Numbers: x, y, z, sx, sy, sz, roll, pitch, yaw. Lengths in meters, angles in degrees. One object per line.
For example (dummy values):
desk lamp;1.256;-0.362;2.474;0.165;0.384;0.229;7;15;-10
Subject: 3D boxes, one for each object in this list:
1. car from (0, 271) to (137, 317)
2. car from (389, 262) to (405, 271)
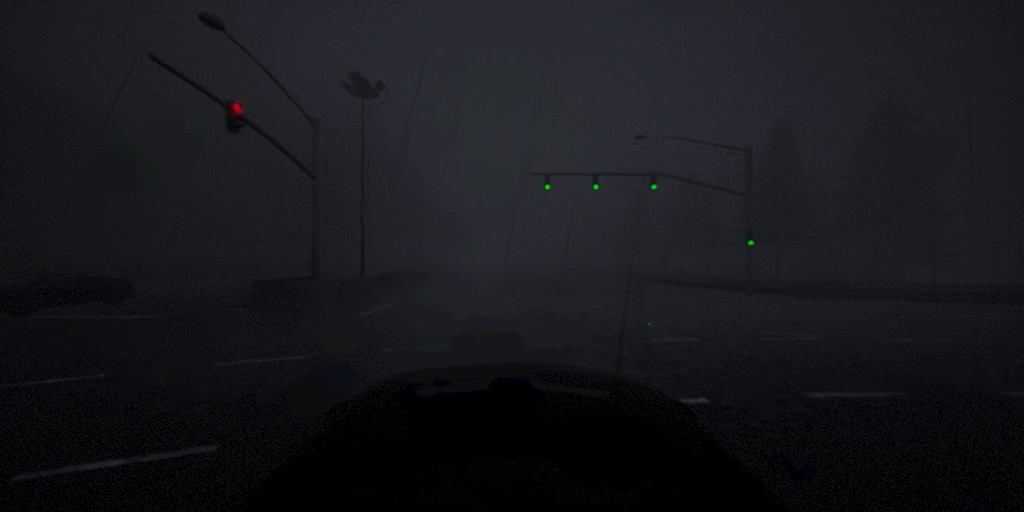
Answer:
car;-17.503;1.367;13.717;2.128;1.511;4.902;0;0;0
car;-17.407;1.786;54.623;1.812;1.442;4.674;0;1;-8
